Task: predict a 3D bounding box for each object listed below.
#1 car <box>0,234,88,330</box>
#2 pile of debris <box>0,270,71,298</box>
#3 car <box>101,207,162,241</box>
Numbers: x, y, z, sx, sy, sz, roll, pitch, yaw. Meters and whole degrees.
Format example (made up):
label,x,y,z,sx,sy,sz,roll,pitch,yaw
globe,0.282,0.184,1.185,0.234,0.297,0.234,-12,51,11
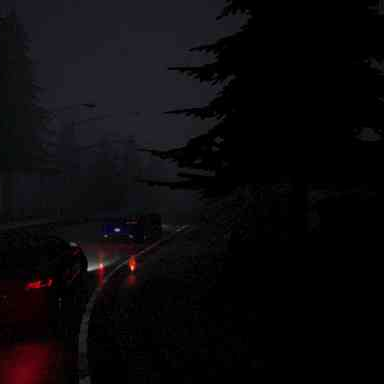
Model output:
label,x,y,z,sx,sy,sz,roll,pitch,yaw
car,-3.470,1.568,6.968,1.994,1.385,4.181,0,0,-11
pile of debris,-3.956,2.185,8.018,1.500,0.140,1.860,0,0,-4
car,-2.879,1.496,16.856,1.882,1.535,5.008,0,0,8
